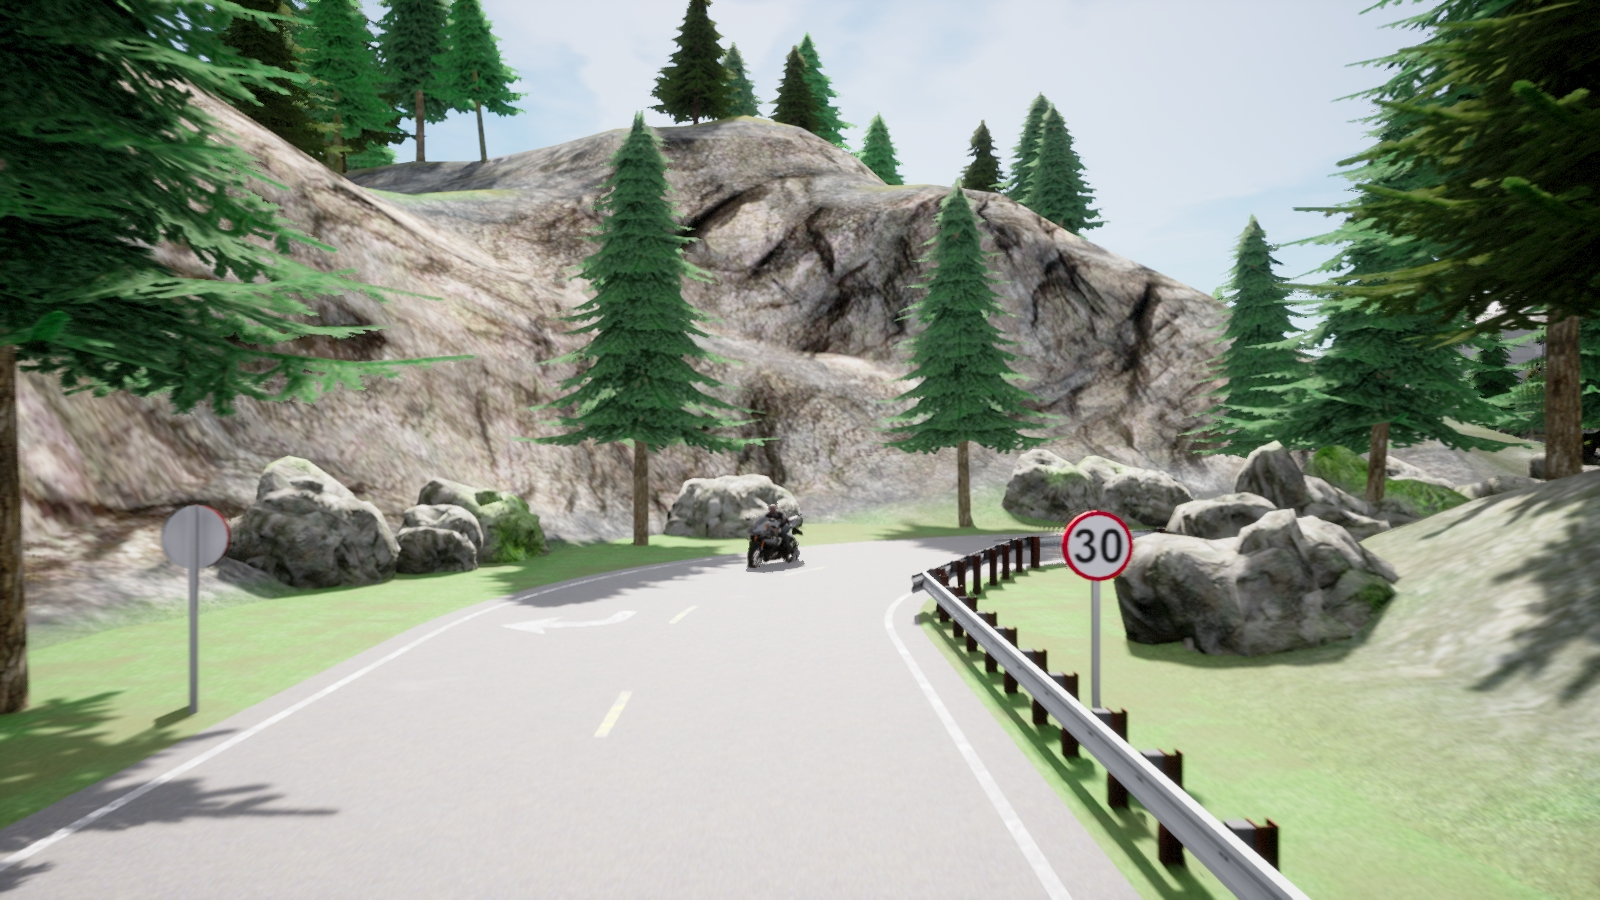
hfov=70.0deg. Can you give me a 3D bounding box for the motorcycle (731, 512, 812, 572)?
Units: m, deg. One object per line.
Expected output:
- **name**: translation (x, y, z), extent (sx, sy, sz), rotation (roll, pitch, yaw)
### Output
- **motorcycle**: translation (-0.660, 2.200, 27.680), extent (0.867, 1.251, 2.209), rotation (1, 1, 32)
